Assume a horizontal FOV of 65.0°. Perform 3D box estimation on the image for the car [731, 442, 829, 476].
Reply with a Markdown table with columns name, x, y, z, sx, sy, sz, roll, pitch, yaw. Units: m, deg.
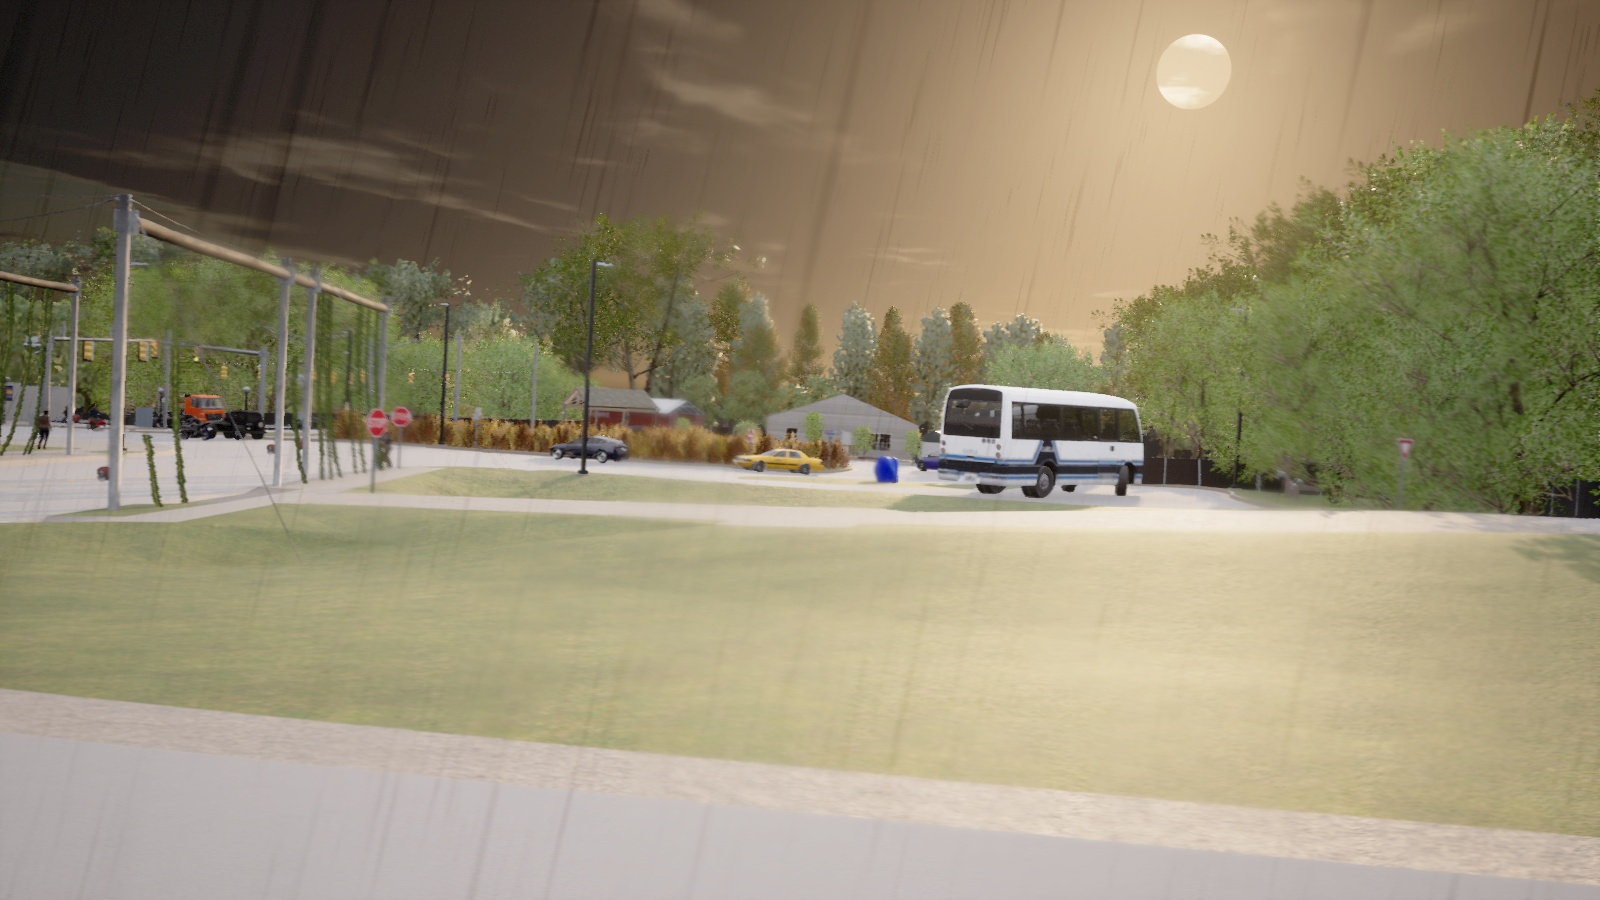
| name | x | y | z | sx | sy | sz | roll | pitch | yaw |
| --- | --- | --- | --- | --- | --- | --- | --- | --- | --- |
| car | -1.159 | 0.556 | 73.868 | 5.366 | 1.575 | 1.801 | 4 | 1 | -24 |

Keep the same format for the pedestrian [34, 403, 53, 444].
| name | x | y | z | sx | sy | sz | roll | pitch | yaw |
| --- | --- | --- | --- | --- | --- | --- | --- | --- | --- |
| pedestrian | -33.560 | -1.189 | 55.728 | 0.328 | 1.805 | 0.869 | 3 | 2 | -7 |

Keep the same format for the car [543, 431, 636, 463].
| name | x | y | z | sx | sy | sz | roll | pitch | yaw |
| --- | --- | --- | --- | --- | --- | --- | --- | --- | --- |
| car | -12.119 | -0.181 | 72.351 | 4.792 | 1.488 | 2.163 | 4 | 2 | 23 |

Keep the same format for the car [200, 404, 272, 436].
| name | x | y | z | sx | sy | sz | roll | pitch | yaw |
| --- | --- | --- | --- | --- | --- | --- | --- | --- | --- |
| car | -35.978 | -1.889 | 80.114 | 3.866 | 1.878 | 1.905 | 2 | 2 | 20 |

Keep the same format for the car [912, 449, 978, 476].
| name | x | y | z | sx | sy | sz | roll | pitch | yaw |
| --- | --- | --- | --- | --- | --- | --- | --- | --- | --- |
| car | 9.659 | 0.814 | 83.789 | 2.007 | 1.525 | 4.514 | 1 | 2 | -30 |

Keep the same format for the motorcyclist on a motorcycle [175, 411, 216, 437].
| name | x | y | z | sx | sy | sz | roll | pitch | yaw |
| --- | --- | --- | --- | --- | --- | --- | --- | --- | --- |
| motorcyclist on a motorcycle | -36.810 | -1.582 | 76.469 | 2.191 | 1.530 | 0.866 | 2 | 2 | 17 |

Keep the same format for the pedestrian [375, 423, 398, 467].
| name | x | y | z | sx | sy | sz | roll | pitch | yaw |
| --- | --- | --- | --- | --- | --- | --- | --- | --- | --- |
| pedestrian | -18.001 | -0.213 | 54.651 | 0.694 | 1.848 | 0.540 | 4 | 2 | 10 |

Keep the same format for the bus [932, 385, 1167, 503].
| name | x | y | z | sx | sy | sz | roll | pitch | yaw |
| --- | --- | --- | --- | --- | --- | --- | --- | --- | --- |
| bus | 10.389 | -0.211 | 51.322 | 10.273 | 4.253 | 3.944 | 1 | 3 | -44 |
